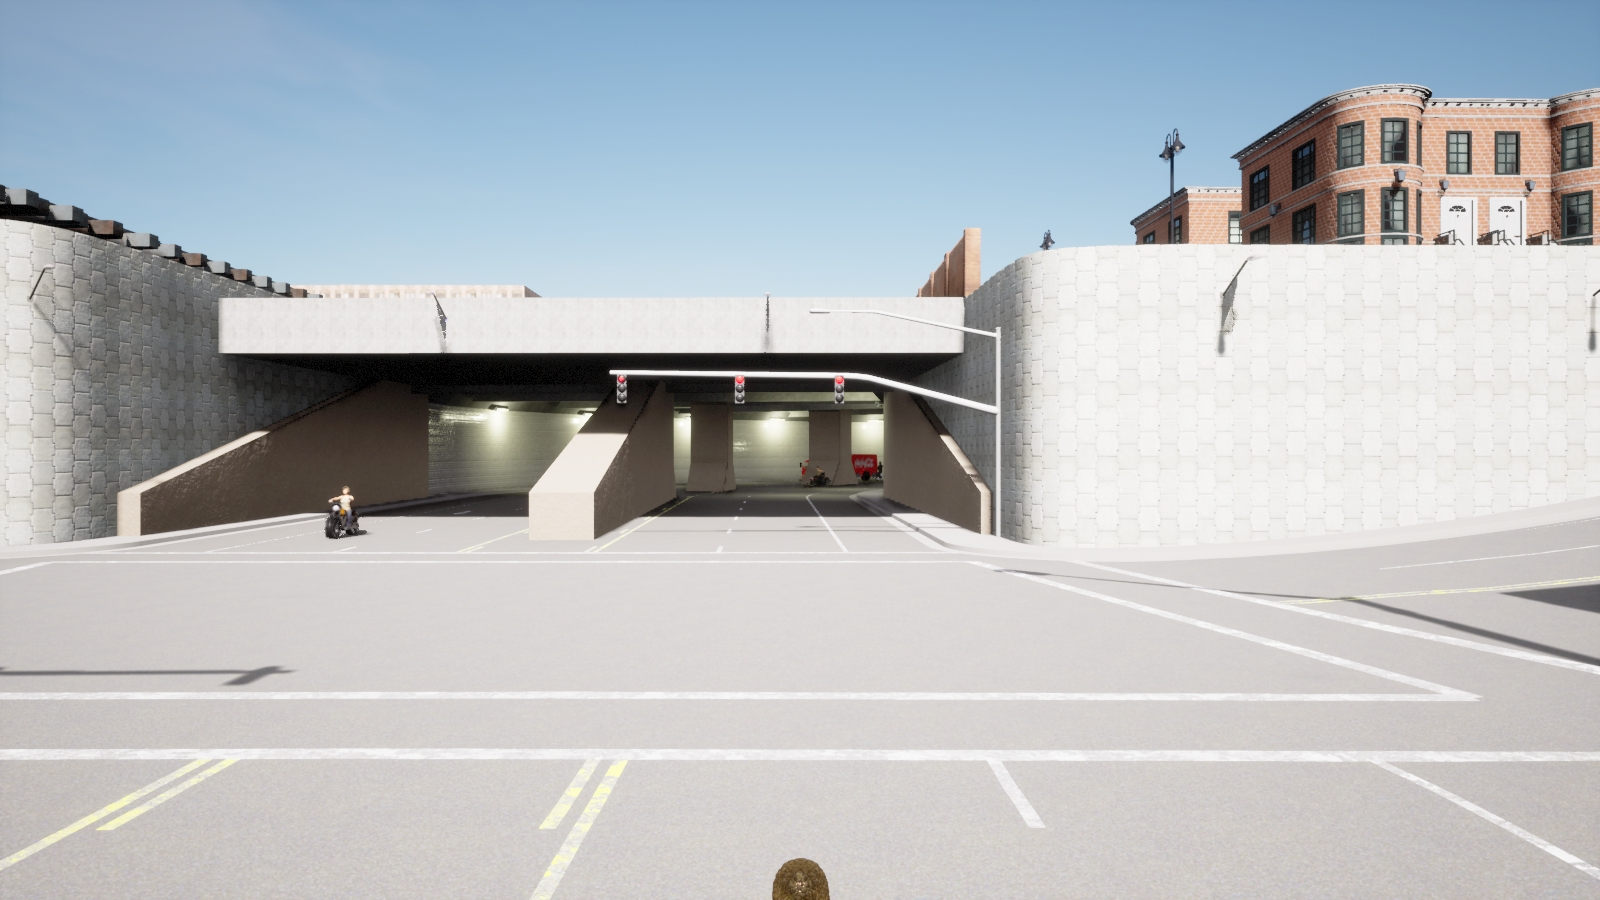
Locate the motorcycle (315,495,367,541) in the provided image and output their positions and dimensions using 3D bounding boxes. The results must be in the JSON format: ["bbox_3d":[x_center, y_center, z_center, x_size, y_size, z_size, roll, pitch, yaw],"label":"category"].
[{"bbox_3d":[-14.609,2.143,36.454,0.764,1.332,2.356,0,0,-2],"label":"motorcycle"}]

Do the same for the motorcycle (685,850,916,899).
[{"bbox_3d":[0.004,2.174,3.443,0.803,1.224,2.033,0,0,0],"label":"motorcycle"}]
